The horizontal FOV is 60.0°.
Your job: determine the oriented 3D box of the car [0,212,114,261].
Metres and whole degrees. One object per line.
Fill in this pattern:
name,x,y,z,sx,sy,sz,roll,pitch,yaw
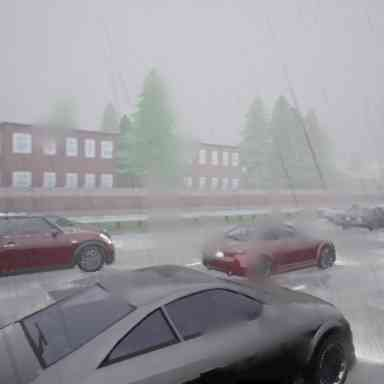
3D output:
car,-5.364,1.566,12.818,4.181,1.385,1.994,0,0,-36

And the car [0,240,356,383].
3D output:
car,-0.035,1.565,3.721,4.181,1.385,1.994,0,0,-36

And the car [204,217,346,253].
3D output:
car,2.326,1.568,9.703,4.181,1.385,1.994,0,0,-36

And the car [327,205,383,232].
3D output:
car,10.762,1.557,20.023,5.357,1.411,2.033,0,0,-36

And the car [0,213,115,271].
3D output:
car,-4.482,1.353,9.147,4.553,1.767,2.097,0,0,-36

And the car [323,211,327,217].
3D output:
car,12.132,1.613,25.299,4.718,1.301,1.895,0,0,-36
